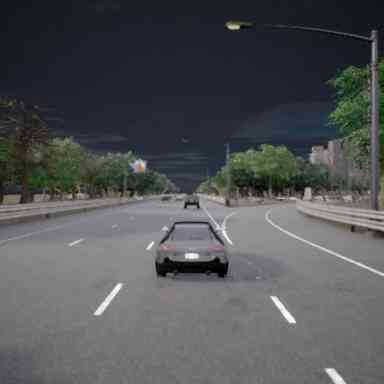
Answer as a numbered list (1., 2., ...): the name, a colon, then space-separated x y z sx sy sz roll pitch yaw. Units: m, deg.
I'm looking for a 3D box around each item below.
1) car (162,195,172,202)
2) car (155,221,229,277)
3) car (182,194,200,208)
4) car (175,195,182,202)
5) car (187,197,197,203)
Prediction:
1. car: -7.011 1.771 88.374 1.837 1.490 4.892 0 0 0
2. car: -0.001 1.589 10.376 1.994 1.385 4.181 0 0 0
3. car: -0.007 1.338 49.207 2.150 2.045 5.566 0 0 0
4. car: -3.511 1.870 88.820 1.895 1.301 4.718 0 0 0
5. car: -0.010 1.751 74.350 2.033 1.411 5.357 0 0 0
